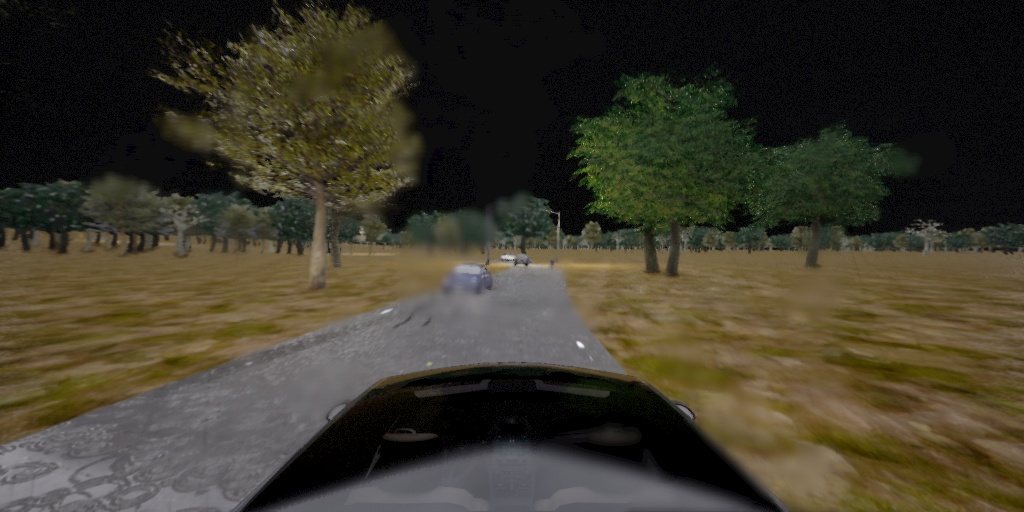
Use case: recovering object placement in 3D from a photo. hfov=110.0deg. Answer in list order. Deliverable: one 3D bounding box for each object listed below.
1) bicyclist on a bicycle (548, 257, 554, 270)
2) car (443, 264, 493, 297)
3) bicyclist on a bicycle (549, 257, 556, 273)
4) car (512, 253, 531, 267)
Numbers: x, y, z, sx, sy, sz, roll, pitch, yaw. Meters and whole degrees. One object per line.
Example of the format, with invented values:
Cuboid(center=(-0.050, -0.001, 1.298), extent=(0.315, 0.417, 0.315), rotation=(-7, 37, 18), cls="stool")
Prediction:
Cuboid(center=(5.369, 0.982, 49.243), extent=(0.659, 1.776, 1.843), rotation=(1, 1, 2), cls="bicyclist on a bicycle")
Cuboid(center=(-2.119, 1.166, 18.542), extent=(1.812, 1.442, 4.674), rotation=(1, 0, 7), cls="car")
Cuboid(center=(4.662, 1.042, 40.147), extent=(0.659, 1.776, 1.843), rotation=(1, 1, 6), cls="bicyclist on a bicycle")
Cuboid(center=(1.517, 0.673, 59.052), extent=(2.150, 2.045, 5.566), rotation=(1, 0, -1), cls="car")
